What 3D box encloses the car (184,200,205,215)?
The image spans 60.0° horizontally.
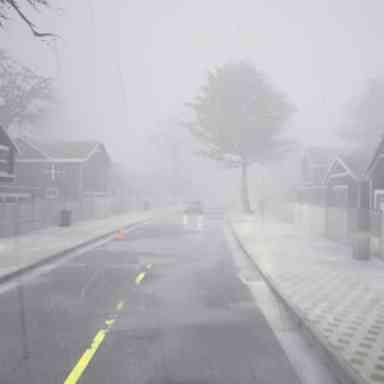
[{"bbox_3d":[0.338,1.626,35.926,1.837,1.490,4.892,0,0,8],"label":"car"}]

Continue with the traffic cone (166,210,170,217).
[{"bbox_3d":[-2.236,2.038,31.709,0.340,0.580,0.340,0,0,7],"label":"traffic cone"}]

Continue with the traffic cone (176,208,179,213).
[{"bbox_3d":[-1.596,2.066,36.720,0.340,0.580,0.340,0,0,8],"label":"traffic cone"}]

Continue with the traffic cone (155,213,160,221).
[{"bbox_3d":[-2.773,2.013,26.686,0.340,0.580,0.340,0,0,6],"label":"traffic cone"}]

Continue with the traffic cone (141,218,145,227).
[{"bbox_3d":[-3.207,1.991,21.654,0.340,0.580,0.340,0,0,4],"label":"traffic cone"}]
